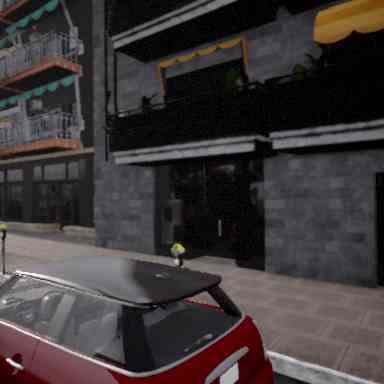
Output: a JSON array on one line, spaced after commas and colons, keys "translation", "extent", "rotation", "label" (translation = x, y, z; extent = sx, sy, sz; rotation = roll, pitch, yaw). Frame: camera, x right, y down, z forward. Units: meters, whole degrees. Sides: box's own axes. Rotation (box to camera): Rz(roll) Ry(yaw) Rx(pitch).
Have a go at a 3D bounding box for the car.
[{"translation": [-1.297, 1.440, 3.660], "extent": [4.097, 1.590, 1.967], "rotation": [0, -1, 35], "label": "car"}]
